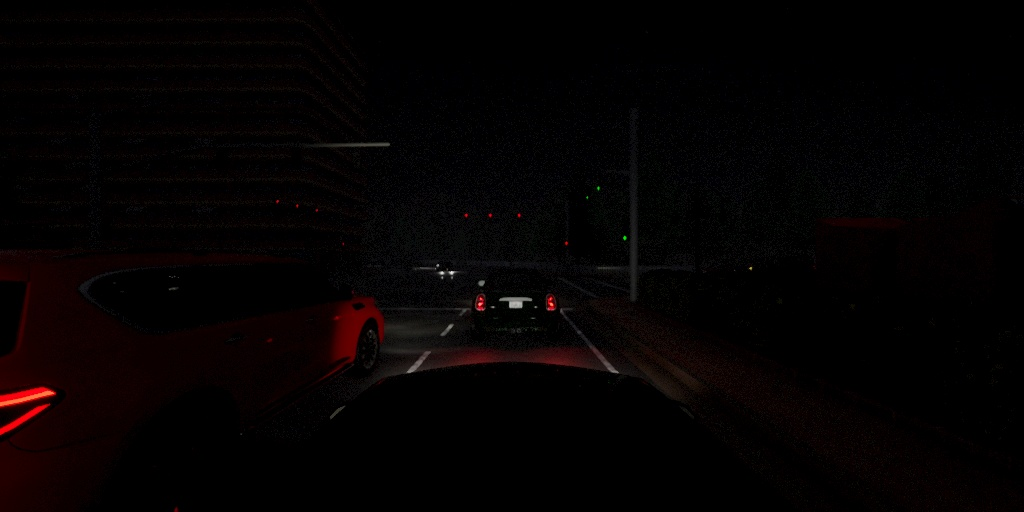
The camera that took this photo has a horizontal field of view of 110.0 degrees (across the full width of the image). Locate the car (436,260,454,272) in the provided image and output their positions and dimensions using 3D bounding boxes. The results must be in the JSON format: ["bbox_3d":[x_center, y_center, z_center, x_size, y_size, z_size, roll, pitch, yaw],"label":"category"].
[{"bbox_3d":[-8.957,1.288,47.664,2.033,1.411,5.357,0,0,-18],"label":"car"}]

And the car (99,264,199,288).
[{"bbox_3d":[-24.436,1.306,24.245,4.892,1.490,1.837,0,0,0],"label":"car"}]

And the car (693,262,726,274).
[{"bbox_3d":[18.364,1.277,31.076,5.008,1.535,1.882,0,0,0],"label":"car"}]

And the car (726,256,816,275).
[{"bbox_3d":[20.112,1.022,27.561,5.566,2.045,2.150,0,0,0],"label":"car"}]

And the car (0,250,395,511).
[{"bbox_3d":[-3.434,0.971,4.218,2.150,2.045,5.566,0,0,1],"label":"car"}]

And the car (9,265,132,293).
[{"bbox_3d":[-25.399,1.306,20.742,4.892,1.490,1.837,0,0,0],"label":"car"}]

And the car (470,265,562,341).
[{"bbox_3d":[0.096,1.100,10.055,2.097,1.767,4.553,0,0,0],"label":"car"}]

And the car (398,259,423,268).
[{"bbox_3d":[-17.163,1.231,62.007,2.128,1.511,4.902,0,0,-42],"label":"car"}]
